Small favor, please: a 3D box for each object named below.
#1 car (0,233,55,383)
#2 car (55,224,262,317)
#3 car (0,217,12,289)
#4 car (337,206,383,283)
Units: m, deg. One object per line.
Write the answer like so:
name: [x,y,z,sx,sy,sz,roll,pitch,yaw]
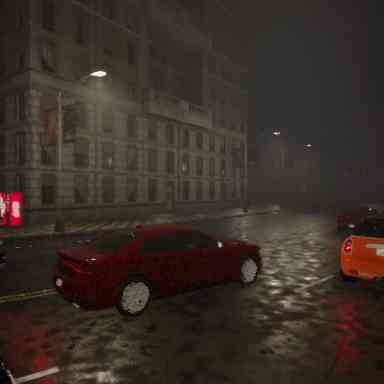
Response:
car: [-3.574,1.214,0.932,5.566,2.045,2.150,1,0,-32]
car: [-0.482,1.472,7.562,5.008,1.535,1.882,0,0,-39]
car: [-6.886,1.483,7.348,4.902,1.511,2.128,0,0,-34]
car: [5.720,1.349,8.775,4.553,1.767,2.097,0,0,-45]
